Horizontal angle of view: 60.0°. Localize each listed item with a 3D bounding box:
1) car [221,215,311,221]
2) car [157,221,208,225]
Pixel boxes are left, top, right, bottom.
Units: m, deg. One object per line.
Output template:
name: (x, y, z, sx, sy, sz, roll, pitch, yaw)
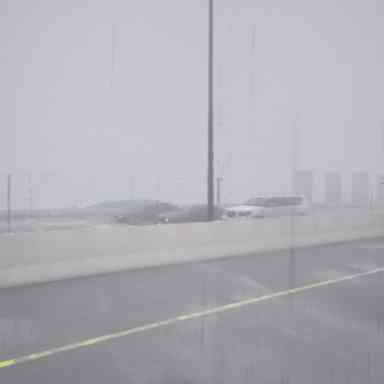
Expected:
car: (4.395, 1.165, 19.169, 5.566, 2.045, 2.150, 0, 0, -31)
car: (0.359, 1.480, 20.832, 5.357, 1.411, 2.033, 0, 0, -31)
